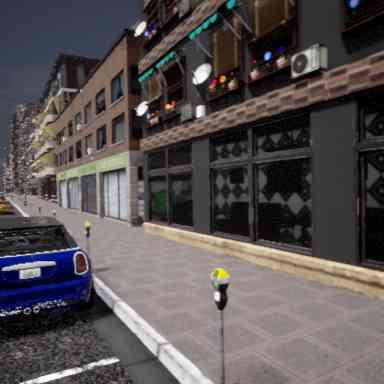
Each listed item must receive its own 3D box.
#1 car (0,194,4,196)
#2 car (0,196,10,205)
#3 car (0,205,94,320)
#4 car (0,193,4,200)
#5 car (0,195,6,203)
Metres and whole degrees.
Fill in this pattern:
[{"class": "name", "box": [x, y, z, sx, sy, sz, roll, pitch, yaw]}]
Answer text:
[{"class": "car", "box": [-23.905, 1.328, 41.356, 1.887, 1.381, 4.507, -1, 1, -30]}, {"class": "car", "box": [-18.348, 1.357, 31.744, 1.752, 1.417, 4.829, -1, 1, -30]}, {"class": "car", "box": [-3.620, 1.299, 7.102, 2.097, 1.767, 4.553, -2, 1, -30]}, {"class": "car", "box": [-46.557, 1.104, 80.538, 1.752, 1.417, 4.829, -1, 1, -30]}, {"class": "car", "box": [-35.188, 1.233, 60.873, 2.008, 1.369, 4.403, -1, 1, -30]}]
